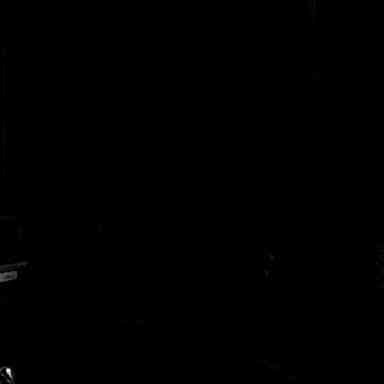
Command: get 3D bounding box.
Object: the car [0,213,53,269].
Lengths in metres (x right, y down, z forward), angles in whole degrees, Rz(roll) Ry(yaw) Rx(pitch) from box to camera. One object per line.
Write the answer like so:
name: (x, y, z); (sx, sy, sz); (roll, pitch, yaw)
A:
car: (-4.629, 1.320, 6.261); (5.009, 1.841, 2.192); (0, 0, 35)

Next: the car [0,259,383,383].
car: (-0.040, 1.567, 2.988); (4.313, 1.339, 1.947); (0, 0, 35)
